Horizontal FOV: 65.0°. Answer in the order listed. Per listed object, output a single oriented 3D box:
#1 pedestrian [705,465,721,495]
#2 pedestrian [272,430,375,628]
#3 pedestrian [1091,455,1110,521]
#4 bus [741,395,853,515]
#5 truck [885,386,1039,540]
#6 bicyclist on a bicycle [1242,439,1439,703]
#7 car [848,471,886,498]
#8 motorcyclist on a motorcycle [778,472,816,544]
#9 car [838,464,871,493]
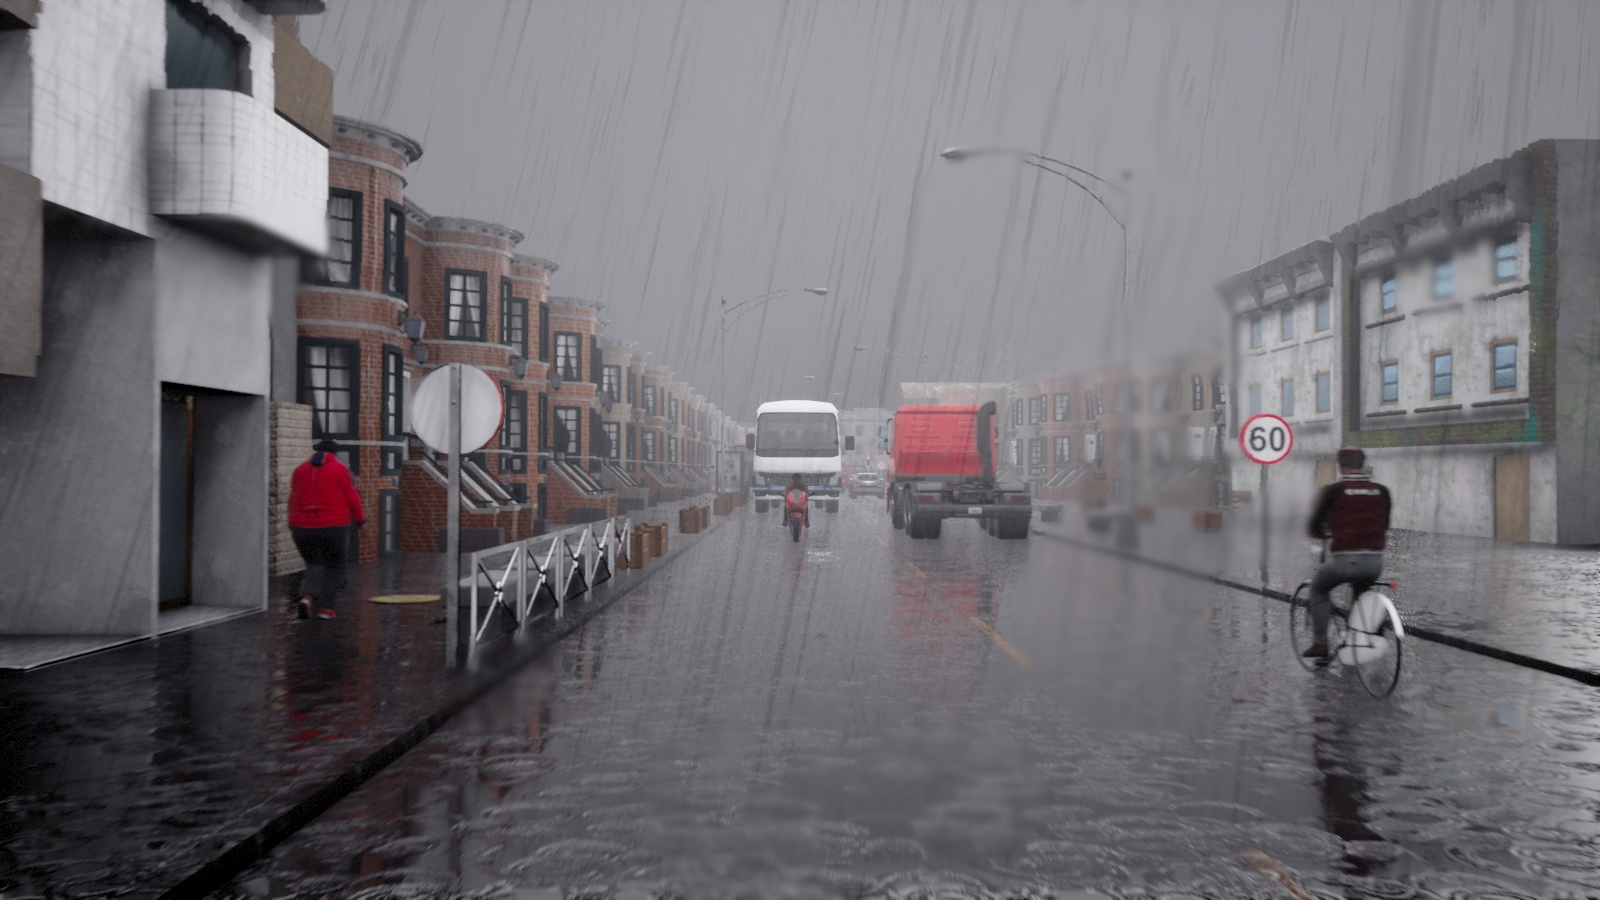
[{"bbox_3d":[-5.430,1.859,78.444,0.874,1.855,0.900,0,-1,-12],"label":"pedestrian"},{"bbox_3d":[-4.591,0.746,12.155,0.634,1.844,0.899,0,-1,1],"label":"pedestrian"},{"bbox_3d":[8.811,1.106,36.825,0.396,1.930,0.692,0,-1,2],"label":"pedestrian"},{"bbox_3d":[-0.106,0.271,49.704,3.944,4.253,10.273,0,-1,0],"label":"bus"},{"bbox_3d":[3.913,0.357,32.227,2.891,3.462,7.936,0,-1,0],"label":"truck"},{"bbox_3d":[3.975,0.827,9.400,0.659,1.776,1.843,0,-1,0],"label":"bicyclist on a bicycle"},{"bbox_3d":[3.880,1.988,73.094,1.970,1.475,3.806,0,-1,0],"label":"car"},{"bbox_3d":[-0.072,1.261,27.709,0.797,1.523,2.044,0,-1,0],"label":"motorcyclist on a motorcycle"},{"bbox_3d":[3.864,2.027,90.151,2.150,2.045,5.566,0,-1,0],"label":"car"}]
